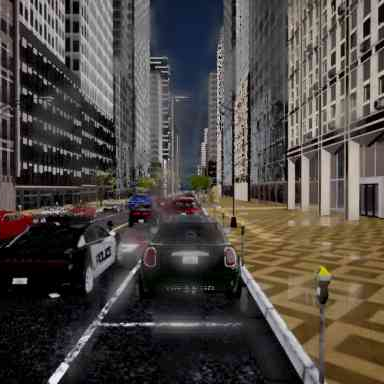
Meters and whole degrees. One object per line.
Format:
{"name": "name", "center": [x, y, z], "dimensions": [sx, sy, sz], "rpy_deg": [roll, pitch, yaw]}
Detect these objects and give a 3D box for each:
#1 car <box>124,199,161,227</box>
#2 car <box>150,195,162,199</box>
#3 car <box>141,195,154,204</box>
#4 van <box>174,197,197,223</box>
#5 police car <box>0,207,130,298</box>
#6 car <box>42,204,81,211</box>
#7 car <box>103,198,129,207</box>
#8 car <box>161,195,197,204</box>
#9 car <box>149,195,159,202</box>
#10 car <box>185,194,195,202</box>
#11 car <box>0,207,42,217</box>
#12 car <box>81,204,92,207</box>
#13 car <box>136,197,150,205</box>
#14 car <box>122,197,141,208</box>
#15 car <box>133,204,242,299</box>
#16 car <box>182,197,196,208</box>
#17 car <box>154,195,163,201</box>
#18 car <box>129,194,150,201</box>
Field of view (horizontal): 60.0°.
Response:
{"name": "car", "center": [-3.073, 1.501, 22.670], "dimensions": [1.837, 1.490, 4.892], "rpy_deg": [0, 0, 0]}
{"name": "car", "center": [-3.076, 1.344, 37.359], "dimensions": [2.097, 1.767, 4.553], "rpy_deg": [0, 0, 0]}
{"name": "car", "center": [-8.845, 1.426, 66.141], "dimensions": [1.967, 1.590, 4.097], "rpy_deg": [-1, 0, 0]}
{"name": "van", "center": [-0.465, 1.336, 26.356], "dimensions": [1.690, 1.788, 3.998], "rpy_deg": [-1, 0, 0]}
{"name": "police car", "center": [-3.145, 1.423, 8.681], "dimensions": [1.930, 1.638, 5.238], "rpy_deg": [0, 0, 0]}
{"name": "car", "center": [-8.844, 1.547, 20.672], "dimensions": [2.008, 1.369, 4.403], "rpy_deg": [-1, 0, 0]}
{"name": "car", "center": [-8.844, 1.544, 37.723], "dimensions": [2.008, 1.369, 4.403], "rpy_deg": [-1, 0, 0]}
{"name": "car", "center": [-0.465, 1.311, 20.672], "dimensions": [2.192, 1.841, 5.009], "rpy_deg": [-1, 0, 0]}
{"name": "car", "center": [-8.843, 1.509, 77.339], "dimensions": [1.752, 1.417, 4.829], "rpy_deg": [-1, 0, 0]}
{"name": "car", "center": [-0.465, 1.298, 77.509], "dimensions": [2.192, 1.841, 5.009], "rpy_deg": [-1, 0, 0]}
{"name": "car", "center": [-8.843, 1.542, 14.989], "dimensions": [1.887, 1.381, 4.507], "rpy_deg": [-1, 0, 0]}
{"name": "car", "center": [-8.843, 1.577, 26.356], "dimensions": [1.802, 1.307, 4.206], "rpy_deg": [-1, 0, 0]}
{"name": "car", "center": [-8.843, 1.570, 60.458], "dimensions": [1.802, 1.307, 4.206], "rpy_deg": [-1, 0, 0]}
{"name": "car", "center": [-8.843, 1.541, 49.090], "dimensions": [2.008, 1.369, 4.403], "rpy_deg": [-1, 0, 0]}
{"name": "car", "center": [-0.033, 1.351, 8.621], "dimensions": [2.097, 1.767, 4.553], "rpy_deg": [0, 0, 0]}
{"name": "car", "center": [-0.463, 1.541, 49.090], "dimensions": [2.008, 1.369, 4.403], "rpy_deg": [-1, 0, 0]}
{"name": "car", "center": [-8.844, 1.545, 88.876], "dimensions": [1.947, 1.339, 4.313], "rpy_deg": [-1, 0, 0]}
{"name": "car", "center": [-6.208, 1.216, 40.246], "dimensions": [2.150, 2.045, 5.566], "rpy_deg": [0, 0, 0]}
